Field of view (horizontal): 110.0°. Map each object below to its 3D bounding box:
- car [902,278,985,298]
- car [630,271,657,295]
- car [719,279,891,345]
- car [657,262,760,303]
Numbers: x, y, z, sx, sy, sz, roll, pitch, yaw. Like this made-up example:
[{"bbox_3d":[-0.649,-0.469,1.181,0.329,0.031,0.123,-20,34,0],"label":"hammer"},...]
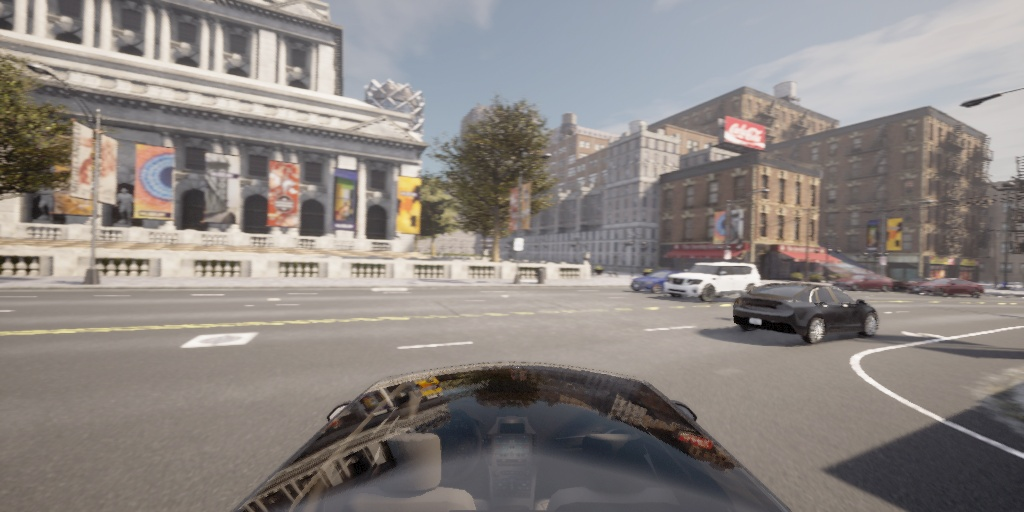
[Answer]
[{"bbox_3d":[34.874,2.503,28.784,4.674,1.442,1.812,2,0,1],"label":"car"},{"bbox_3d":[9.673,1.617,22.638,4.674,1.442,1.812,2,0,-23],"label":"car"},{"bbox_3d":[8.620,1.558,10.505,4.892,1.490,1.837,2,-1,-25],"label":"car"},{"bbox_3d":[10.910,1.356,19.398,5.566,2.045,2.150,2,0,-24],"label":"car"}]
